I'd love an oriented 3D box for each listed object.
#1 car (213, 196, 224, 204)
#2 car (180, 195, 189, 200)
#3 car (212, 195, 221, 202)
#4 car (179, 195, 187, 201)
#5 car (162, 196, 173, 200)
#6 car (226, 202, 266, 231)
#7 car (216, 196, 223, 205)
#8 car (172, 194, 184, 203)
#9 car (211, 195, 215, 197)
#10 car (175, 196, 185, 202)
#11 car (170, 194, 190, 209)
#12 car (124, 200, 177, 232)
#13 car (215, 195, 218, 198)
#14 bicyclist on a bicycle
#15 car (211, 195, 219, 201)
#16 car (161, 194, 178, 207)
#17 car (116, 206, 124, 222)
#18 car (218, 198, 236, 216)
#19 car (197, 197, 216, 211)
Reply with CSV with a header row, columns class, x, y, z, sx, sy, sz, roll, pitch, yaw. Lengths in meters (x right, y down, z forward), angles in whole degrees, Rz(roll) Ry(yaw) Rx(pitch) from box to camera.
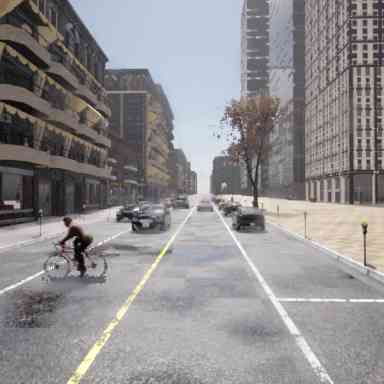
class,x,y,z,sx,sy,sz,roll,pitch,yaw
car,5.189,1.586,65.126,2.008,1.369,4.403,1,0,2
car,-2.100,1.608,93.281,2.008,1.369,4.403,1,0,2
car,5.624,1.483,76.257,1.967,1.590,4.097,1,0,2
car,-2.317,1.618,87.716,1.947,1.339,4.313,1,0,2
car,-4.054,1.585,43.193,1.947,1.339,4.313,1,0,2
car,3.452,1.558,20.603,2.008,1.369,4.403,1,0,2
car,4.327,1.544,43.036,1.752,1.417,4.829,1,0,2
car,-2.964,1.354,71.019,2.192,1.841,5.009,1,0,2
car,2.021,1.571,50.743,2.033,1.411,5.357,0,0,3
car,-2.751,1.588,76.585,1.887,1.381,4.507,1,0,2
car,-1.430,1.372,44.262,2.097,1.767,4.553,0,0,2
car,-2.363,1.499,20.207,2.128,1.511,4.902,0,0,2
car,4.972,1.581,59.562,2.008,1.369,4.403,1,0,2
bicyclist on a bicycle,-3.021,1.458,8.567,1.656,1.620,0.582,-2,0,2
car,6.059,1.493,87.389,1.967,1.590,4.097,1,0,2
car,-3.615,1.341,54.324,2.192,1.841,5.009,1,0,2
car,-4.705,1.576,26.497,1.947,1.339,4.313,1,0,2
car,3.886,1.563,31.734,2.008,1.369,4.403,1,0,2
car,1.627,1.618,40.571,1.895,1.301,4.718,0,0,2
